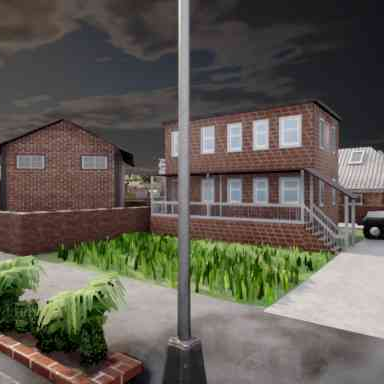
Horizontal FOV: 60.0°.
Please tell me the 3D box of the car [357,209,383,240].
[{"bbox_3d":[8.506,0.973,12.581,3.866,1.878,1.905,0,0,36],"label":"car"}]
